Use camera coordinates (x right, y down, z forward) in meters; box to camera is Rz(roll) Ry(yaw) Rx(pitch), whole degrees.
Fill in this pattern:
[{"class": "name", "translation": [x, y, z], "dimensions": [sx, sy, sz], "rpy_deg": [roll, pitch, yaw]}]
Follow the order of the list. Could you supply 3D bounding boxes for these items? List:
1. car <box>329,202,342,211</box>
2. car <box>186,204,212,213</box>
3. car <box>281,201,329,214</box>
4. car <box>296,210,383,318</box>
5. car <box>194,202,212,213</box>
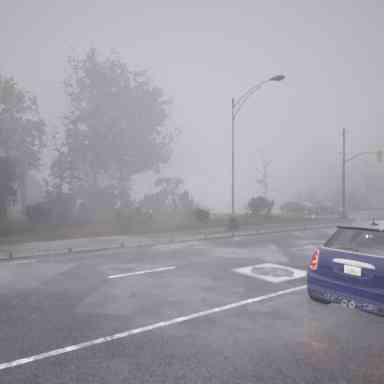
[{"class": "car", "translation": [14.620, 1.717, 37.642], "dimensions": [2.128, 1.511, 4.902], "rpy_deg": [0, -1, -33]}, {"class": "car", "translation": [1.190, 2.915, 59.112], "dimensions": [2.033, 1.411, 5.357], "rpy_deg": [0, -3, -32]}, {"class": "car", "translation": [11.728, 1.718, 35.735], "dimensions": [1.837, 1.490, 4.892], "rpy_deg": [0, 0, -29]}, {"class": "car", "translation": [4.481, 1.361, 6.900], "dimensions": [4.553, 1.767, 2.097], "rpy_deg": [0, 0, -35]}, {"class": "car", "translation": [1.191, 2.420, 52.493], "dimensions": [2.097, 1.767, 4.553], "rpy_deg": [0, -3, -32]}]
